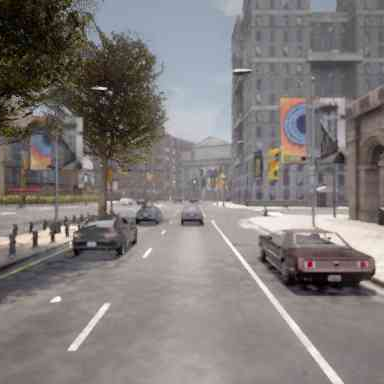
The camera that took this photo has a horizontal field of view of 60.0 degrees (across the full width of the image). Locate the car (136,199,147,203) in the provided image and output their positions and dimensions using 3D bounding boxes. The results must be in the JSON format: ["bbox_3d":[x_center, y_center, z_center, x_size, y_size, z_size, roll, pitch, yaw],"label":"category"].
[{"bbox_3d":[-11.488,2.286,75.797,1.882,1.535,5.008,0,-1,0],"label":"car"}]

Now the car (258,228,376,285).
[{"bbox_3d":[3.252,1.701,9.802,1.895,1.301,4.718,0,-1,0],"label":"car"}]

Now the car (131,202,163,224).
[{"bbox_3d":[-3.504,1.842,27.495,2.033,1.411,5.357,0,-1,0],"label":"car"}]

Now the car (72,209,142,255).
[{"bbox_3d":[-3.477,1.675,13.873,1.812,1.442,4.674,0,0,0],"label":"car"}]

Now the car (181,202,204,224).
[{"bbox_3d":[0.017,1.842,27.483,2.033,1.411,5.357,0,-1,0],"label":"car"}]

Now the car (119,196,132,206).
[{"bbox_3d":[-14.988,2.033,75.751,2.150,2.045,5.566,0,-1,0],"label":"car"}]
